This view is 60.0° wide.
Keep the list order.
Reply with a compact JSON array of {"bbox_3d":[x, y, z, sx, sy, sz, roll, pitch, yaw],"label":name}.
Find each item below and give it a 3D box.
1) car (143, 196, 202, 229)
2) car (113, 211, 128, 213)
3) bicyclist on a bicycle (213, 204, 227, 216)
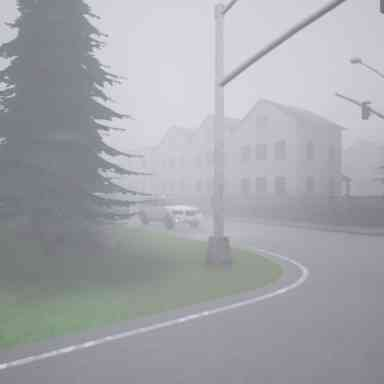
[{"bbox_3d":[-1.605,1.266,22.332,2.150,2.045,5.566,0,0,-35],"label":"car"},{"bbox_3d":[-7.665,1.266,30.982,2.150,2.045,5.566,0,0,-35],"label":"car"},{"bbox_3d":[2.492,1.383,29.514,1.656,1.620,0.582,0,0,-35],"label":"bicyclist on a bicycle"}]
